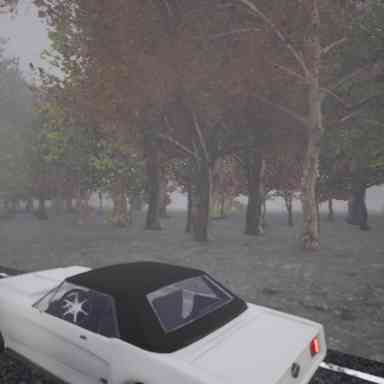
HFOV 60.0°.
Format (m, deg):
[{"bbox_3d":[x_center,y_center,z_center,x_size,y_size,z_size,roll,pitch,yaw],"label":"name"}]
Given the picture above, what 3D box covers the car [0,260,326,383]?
[{"bbox_3d":[-0.964,1.588,4.259,4.718,1.301,1.895,1,0,35],"label":"car"}]
